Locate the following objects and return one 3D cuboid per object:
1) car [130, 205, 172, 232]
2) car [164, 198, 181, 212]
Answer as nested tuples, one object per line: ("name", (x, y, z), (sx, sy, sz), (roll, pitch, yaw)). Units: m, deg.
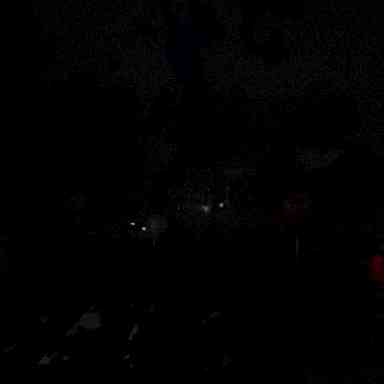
("car", (-2.786, 1.829, 22.344), (2.033, 1.411, 5.357), (0, -1, 1))
("car", (-2.784, 1.845, 48.512), (2.150, 2.045, 5.566), (0, -1, 0))
